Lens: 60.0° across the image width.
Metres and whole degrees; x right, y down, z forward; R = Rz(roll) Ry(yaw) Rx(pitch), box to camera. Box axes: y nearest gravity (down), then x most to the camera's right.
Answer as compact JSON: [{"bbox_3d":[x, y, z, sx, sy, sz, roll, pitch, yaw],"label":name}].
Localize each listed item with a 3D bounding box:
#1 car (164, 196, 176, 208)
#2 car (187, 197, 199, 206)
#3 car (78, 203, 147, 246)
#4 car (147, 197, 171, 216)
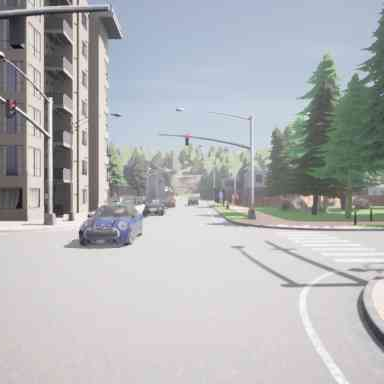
[{"bbox_3d":[-3.416,1.347,47.752,2.097,1.767,4.553,0,0,0],"label":"car"},{"bbox_3d":[0.196,1.542,55.737,2.033,1.411,5.357,0,0,0],"label":"car"},{"bbox_3d":[-3.549,1.348,15.241,2.097,1.767,4.553,0,0,0],"label":"car"},{"bbox_3d":[-3.486,1.488,32.031,2.128,1.511,4.902,0,0,0],"label":"car"}]
